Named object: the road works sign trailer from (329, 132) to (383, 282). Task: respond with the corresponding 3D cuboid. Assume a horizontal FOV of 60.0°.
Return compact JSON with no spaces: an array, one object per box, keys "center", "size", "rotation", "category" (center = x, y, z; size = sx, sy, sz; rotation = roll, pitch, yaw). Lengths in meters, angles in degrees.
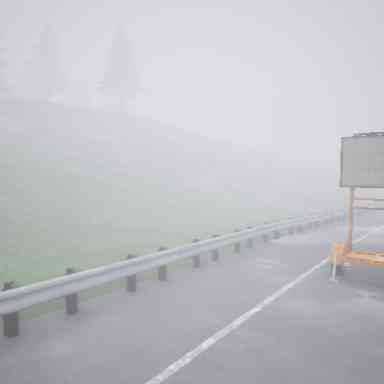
[{"center":[4.966,0.313,8.212],"size":[2.380,3.560,2.880],"rotation":[2,2,37],"category":"road works sign trailer"}]
